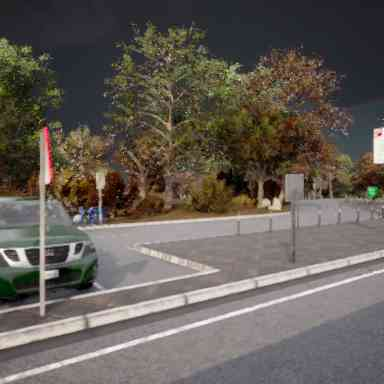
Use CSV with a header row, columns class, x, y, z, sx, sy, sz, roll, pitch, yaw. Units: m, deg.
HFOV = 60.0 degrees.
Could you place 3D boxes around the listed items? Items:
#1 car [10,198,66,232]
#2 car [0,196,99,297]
class,x,y,z,sx,sy,sz,roll,pitch,yaw
car,-9.371,1.257,20.053,2.185,1.767,4.553,1,0,-36
car,-4.213,1.153,8.300,2.435,2.045,5.566,0,0,-36
